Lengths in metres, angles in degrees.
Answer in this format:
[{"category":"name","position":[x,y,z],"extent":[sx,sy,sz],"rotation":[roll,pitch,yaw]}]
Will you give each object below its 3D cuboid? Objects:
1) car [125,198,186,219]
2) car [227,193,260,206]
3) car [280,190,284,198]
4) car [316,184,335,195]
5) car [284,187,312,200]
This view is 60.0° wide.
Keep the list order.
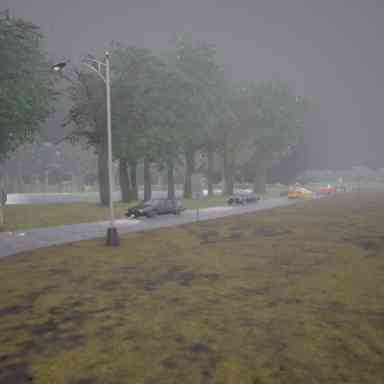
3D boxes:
[{"category":"car","position":[-2.595,1.195,25.189],"extent":[2.033,1.411,5.357],"rotation":[-1,1,35]},{"category":"car","position":[5.707,0.775,36.943],"extent":[1.895,1.301,4.718],"rotation":[-1,1,36]},{"category":"car","position":[14.613,-0.016,49.397],"extent":[1.882,1.535,5.008],"rotation":[-1,1,35]},{"category":"car","position":[22.370,-0.490,55.470],"extent":[2.097,1.767,4.553],"rotation":[-1,2,36]},{"category":"car","position":[14.378,0.182,44.119],"extent":[1.882,1.535,5.008],"rotation":[-1,0,35]}]
